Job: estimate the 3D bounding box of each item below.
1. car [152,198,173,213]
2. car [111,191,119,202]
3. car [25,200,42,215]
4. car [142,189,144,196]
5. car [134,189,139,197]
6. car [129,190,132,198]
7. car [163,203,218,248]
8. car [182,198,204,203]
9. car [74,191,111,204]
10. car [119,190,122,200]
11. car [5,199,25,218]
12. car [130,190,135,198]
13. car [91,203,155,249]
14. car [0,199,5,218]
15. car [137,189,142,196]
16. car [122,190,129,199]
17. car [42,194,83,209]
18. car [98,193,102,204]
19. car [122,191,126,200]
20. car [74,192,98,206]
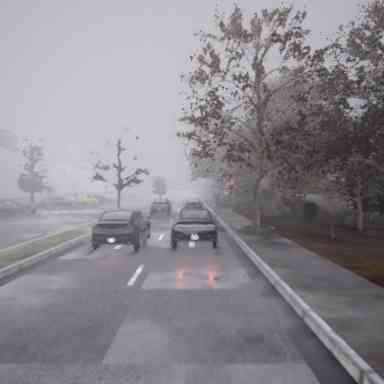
[{"bbox_3d":[-2.896,1.362,32.181,2.128,1.511,4.902,0,0,0],"label":"car"},{"bbox_3d":[-16.652,1.162,60.727,5.366,1.575,1.946,-1,0,-20],"label":"car"},{"bbox_3d":[-16.821,1.400,30.652,4.792,1.488,2.163,-1,0,-20],"label":"car"},{"bbox_3d":[-16.972,0.558,93.612,5.366,1.575,1.946,-1,1,-20],"label":"car"},{"bbox_3d":[-16.779,0.763,84.693,4.792,1.488,2.163,-1,1,-20],"label":"car"},{"bbox_3d":[-16.815,0.962,75.678,4.674,1.452,2.002,-1,1,-20],"label":"car"},{"bbox_3d":[0.102,1.449,14.659,2.128,1.511,4.902,0,0,0],"label":"car"},{"bbox_3d":[0.104,1.375,32.273,1.837,1.490,4.892,0,0,0],"label":"car"},{"bbox_3d":[-16.806,0.983,54.671,5.566,2.045,2.435,-1,0,-20],"label":"car"},{"bbox_3d":[-16.850,0.878,63.651,5.566,2.045,2.435,-1,1,-20],"label":"car"},{"bbox_3d":[-16.844,1.426,27.633,4.674,1.452,2.002,-1,1,-20],"label":"car"},{"bbox_3d":[-16.803,0.861,78.677,5.008,1.535,2.097,-1,2,-20],"label":"car"},{"bbox_3d":[-2.898,1.464,14.356,1.837,1.490,4.892,0,0,0],"label":"car"},{"bbox_3d":[-16.823,1.275,24.660,4.553,1.767,2.185,-1,1,-20],"label":"car"},{"bbox_3d":[-16.783,0.422,87.690,5.566,2.045,2.435,-1,1,-20],"label":"car"},{"bbox_3d":[-16.847,0.855,72.664,4.553,1.767,2.185,-1,1,-20],"label":"car"},{"bbox_3d":[-16.812,1.340,42.658,4.792,1.488,2.163,-1,0,-20],"label":"car"},{"bbox_3d":[-16.835,1.296,51.654,4.674,1.452,2.002,-1,0,-20],"label":"car"},{"bbox_3d":[-16.819,1.077,69.679,4.674,1.452,2.002,-1,1,-20],"label":"car"},{"bbox_3d":[-17.005,1.277,48.581,5.366,1.575,1.946,-1,1,-20],"label":"car"}]
